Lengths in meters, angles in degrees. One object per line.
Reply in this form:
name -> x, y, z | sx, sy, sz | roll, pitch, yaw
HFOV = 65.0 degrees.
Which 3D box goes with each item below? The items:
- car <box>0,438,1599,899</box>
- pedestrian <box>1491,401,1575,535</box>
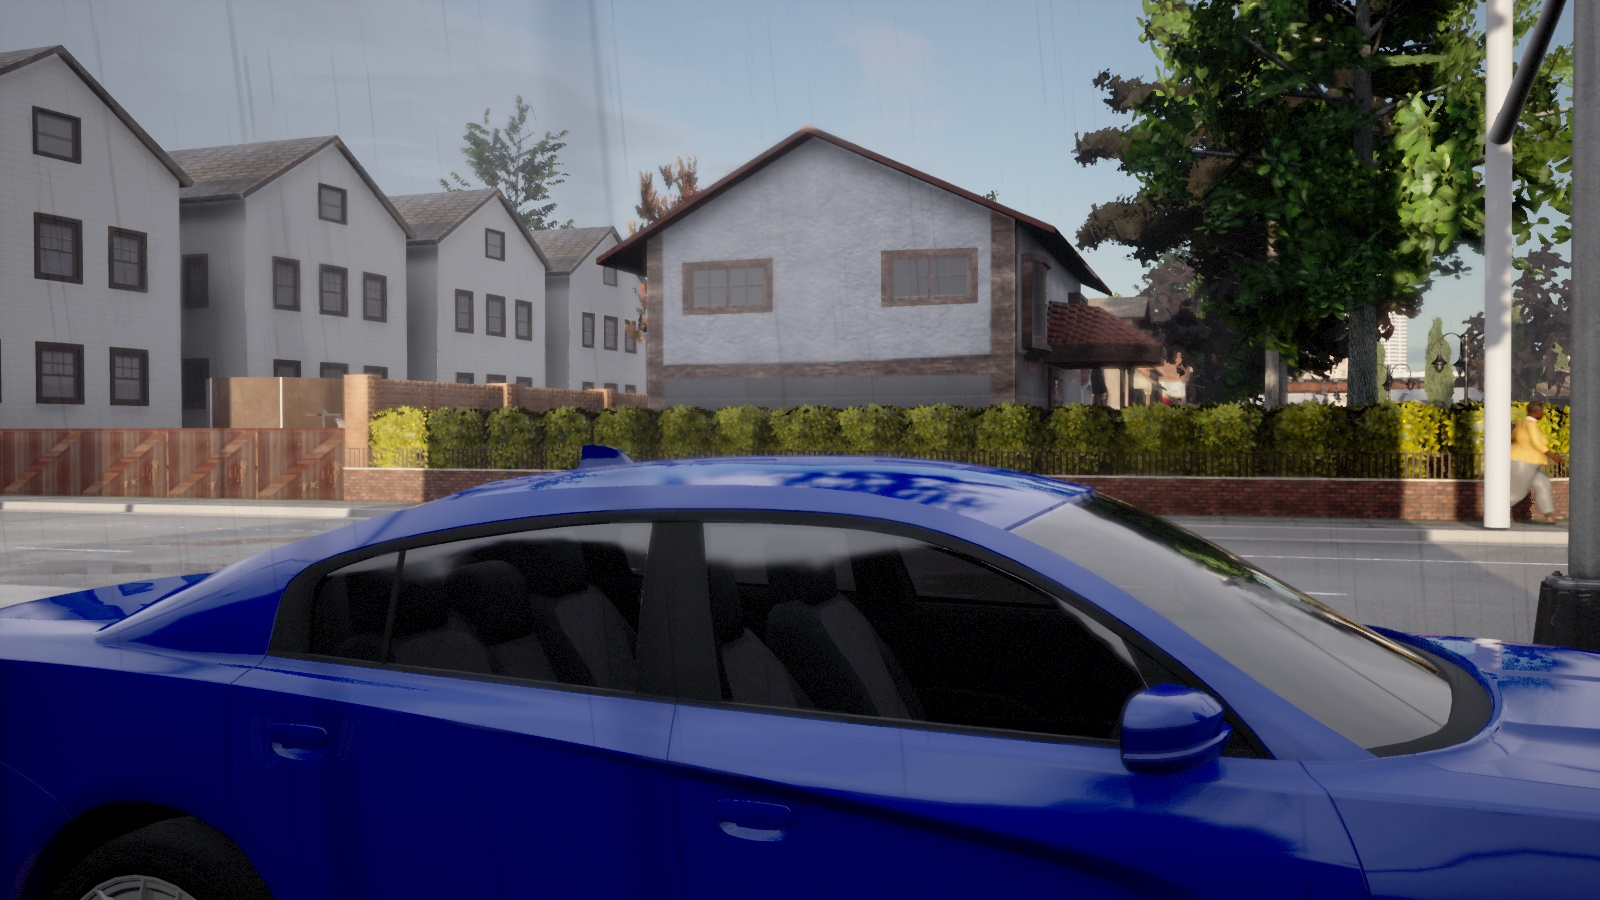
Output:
car -> 0.253, 0.755, 3.108 | 5.008, 1.535, 1.882 | 1, 1, 19
pedestrian -> 10.437, 0.244, 17.916 | 0.900, 1.855, 0.874 | 1, 1, 22
